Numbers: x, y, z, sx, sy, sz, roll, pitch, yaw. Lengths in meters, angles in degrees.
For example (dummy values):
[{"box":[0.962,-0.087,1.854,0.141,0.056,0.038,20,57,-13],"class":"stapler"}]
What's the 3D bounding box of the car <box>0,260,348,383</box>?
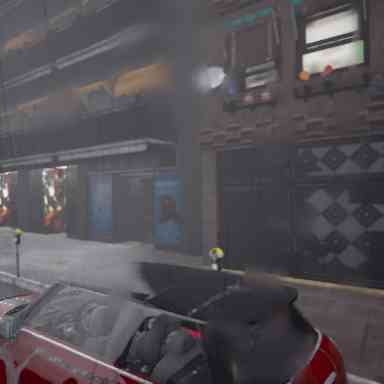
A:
[{"box":[-0.728,1.428,3.275,4.097,1.590,1.967,0,-1,36],"class":"car"}]
